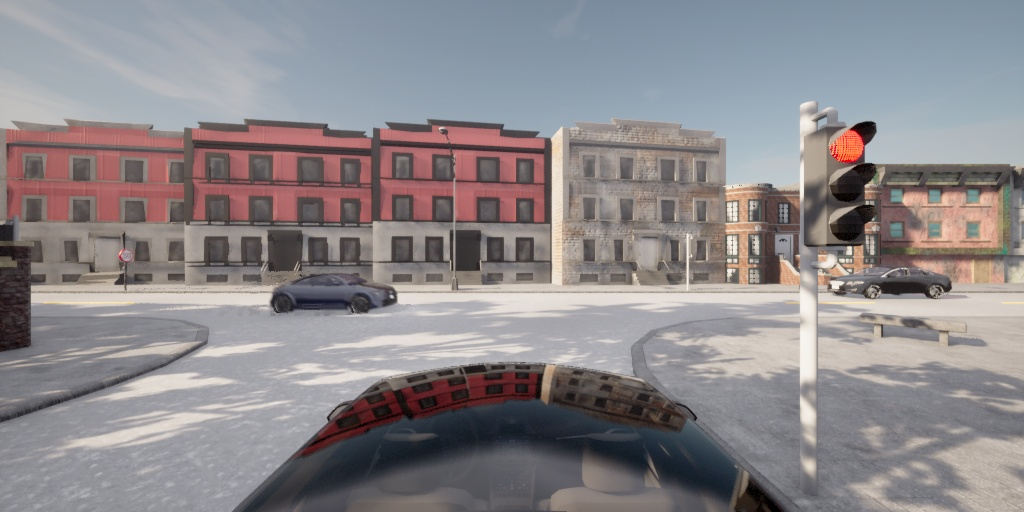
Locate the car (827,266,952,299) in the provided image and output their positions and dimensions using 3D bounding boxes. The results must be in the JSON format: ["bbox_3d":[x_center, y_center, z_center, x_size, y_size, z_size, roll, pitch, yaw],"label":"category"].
[{"bbox_3d":[18.123,1.242,17.366,4.902,1.511,2.128,0,0,0],"label":"car"}]

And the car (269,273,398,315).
[{"bbox_3d":[-6.419,1.314,13.151,4.181,1.385,1.994,0,0,0],"label":"car"}]
